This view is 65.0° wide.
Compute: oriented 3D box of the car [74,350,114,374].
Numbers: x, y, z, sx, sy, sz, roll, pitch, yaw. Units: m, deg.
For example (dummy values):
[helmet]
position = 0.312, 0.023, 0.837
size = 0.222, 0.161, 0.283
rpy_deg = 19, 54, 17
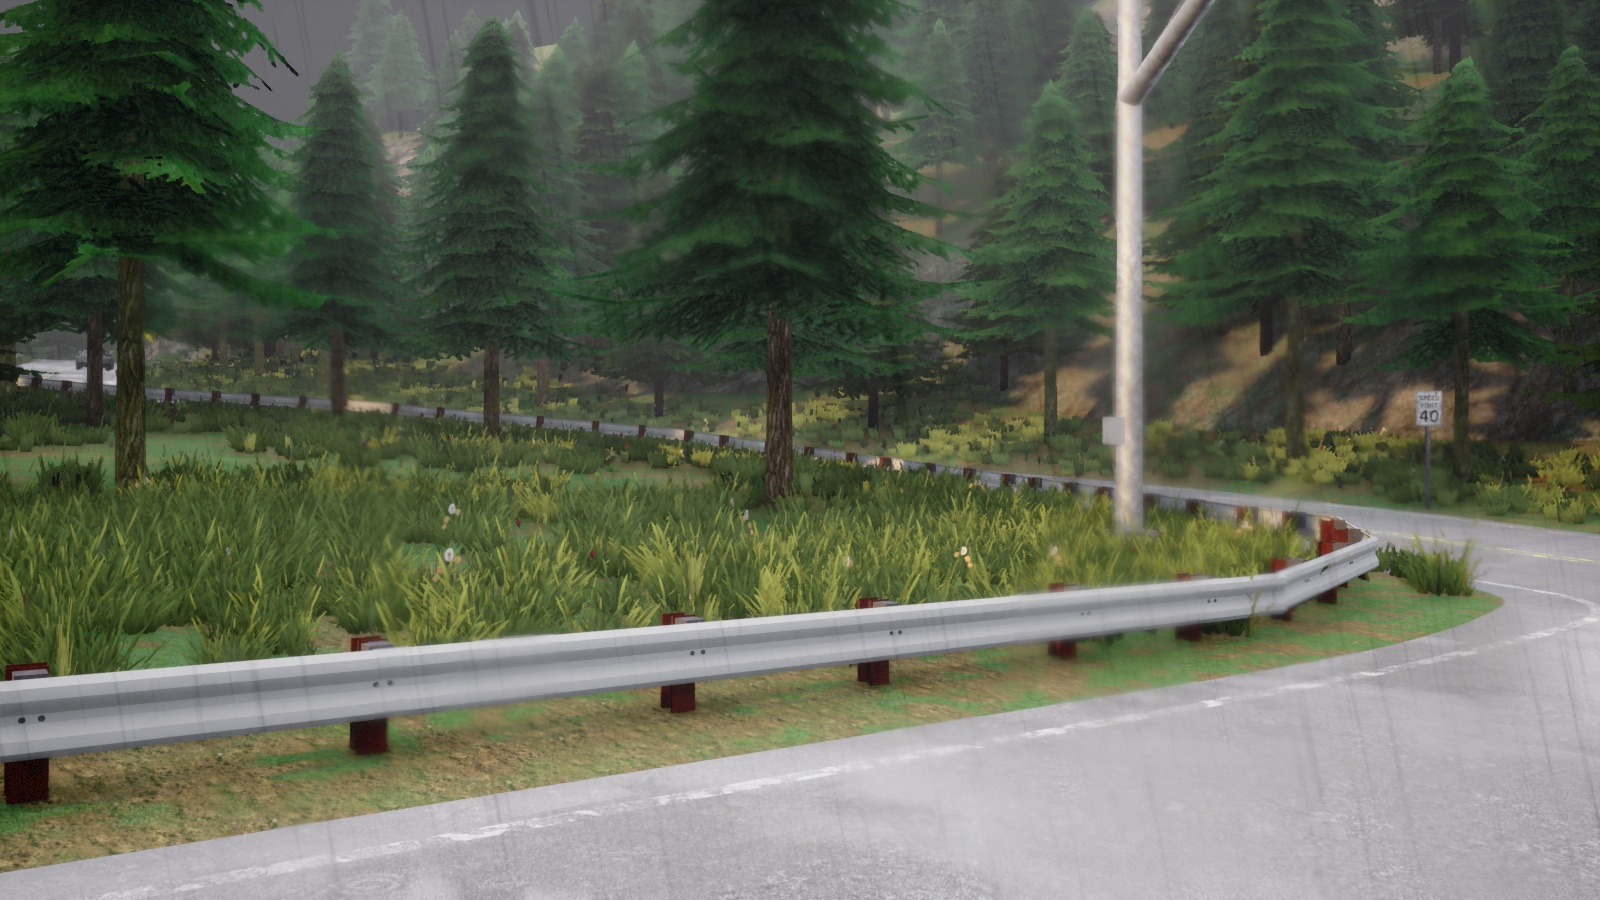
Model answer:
[car]
position = -45.276, -5.659, 80.631
size = 1.994, 1.385, 4.181
rpy_deg = 0, 5, -26
